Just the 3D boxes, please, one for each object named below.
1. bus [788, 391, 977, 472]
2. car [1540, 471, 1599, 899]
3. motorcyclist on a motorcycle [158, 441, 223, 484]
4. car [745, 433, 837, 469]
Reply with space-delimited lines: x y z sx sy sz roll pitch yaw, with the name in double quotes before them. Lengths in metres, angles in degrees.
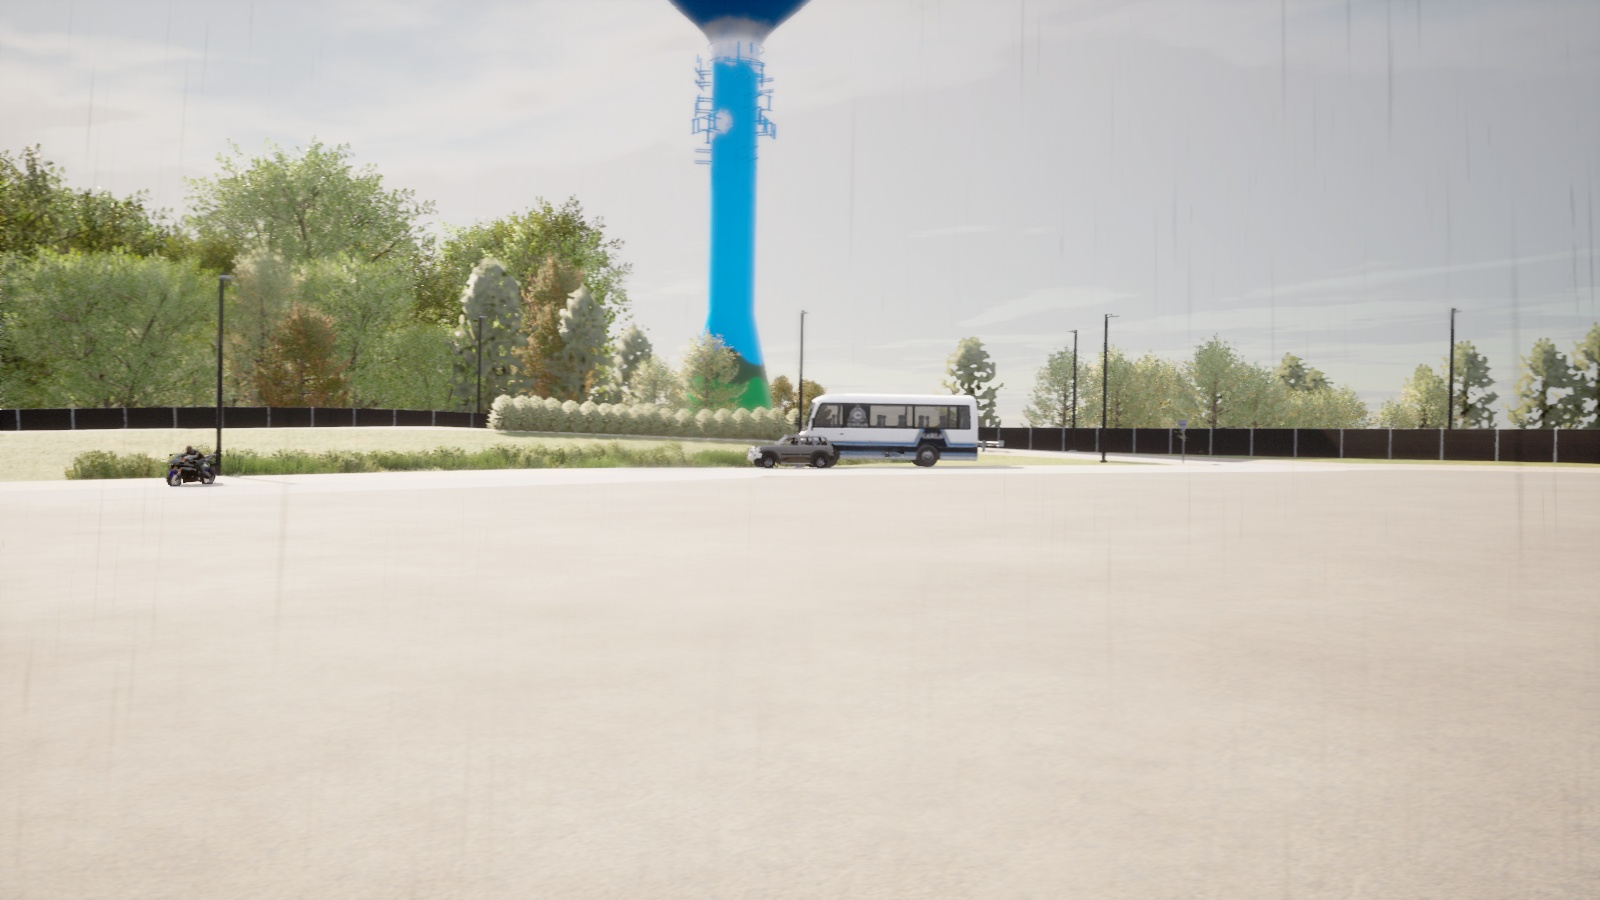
"bus" 4.596 -1.045 71.885 10.273 4.253 3.944 1 1 -3
"car" 4.242 0.825 2.055 4.792 1.488 2.163 0 0 13
"motorcyclist on a motorcycle" -22.439 0.443 46.279 0.866 1.530 2.191 2 1 19
"car" -0.487 0.056 67.199 4.605 1.855 1.932 0 0 -15
